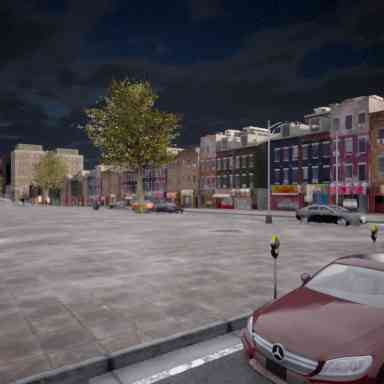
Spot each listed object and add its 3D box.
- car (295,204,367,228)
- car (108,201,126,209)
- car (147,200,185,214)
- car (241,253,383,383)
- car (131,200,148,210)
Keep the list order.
[{"bbox_3d":[9.609,1.625,23.313,2.128,1.511,4.902,0,-1,-36],"label":"car"},{"bbox_3d":[-13.826,2.396,61.054,2.128,1.511,4.902,0,-1,-35],"label":"car"},{"bbox_3d":[-3.051,1.993,40.984,2.033,1.411,5.357,0,-1,-36],"label":"car"},{"bbox_3d":[2.572,1.582,4.638,4.206,1.307,1.802,0,0,-35],"label":"car"},{"bbox_3d":[-7.951,2.040,52.868,2.097,1.767,4.553,0,-1,-36],"label":"car"}]
